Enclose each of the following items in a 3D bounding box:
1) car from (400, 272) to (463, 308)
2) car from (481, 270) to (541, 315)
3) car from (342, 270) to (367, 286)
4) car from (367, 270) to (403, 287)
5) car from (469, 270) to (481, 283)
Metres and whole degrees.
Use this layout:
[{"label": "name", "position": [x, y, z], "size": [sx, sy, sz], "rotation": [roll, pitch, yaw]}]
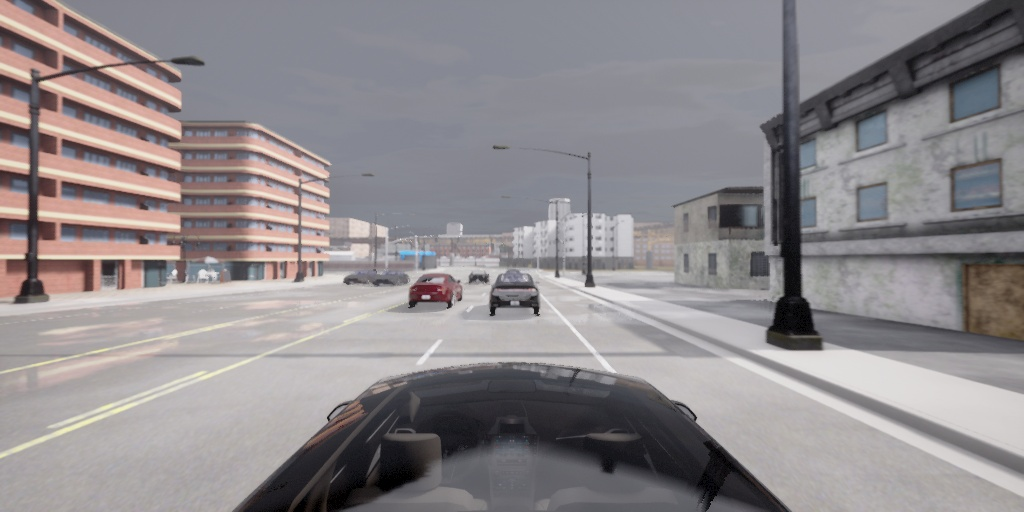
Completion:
[{"label": "car", "position": [-3.399, 1.520, 16.480], "size": [1.812, 1.442, 4.674], "rotation": [0, -2, 0]}, {"label": "car", "position": [0.101, 1.436, 14.557], "size": [2.128, 1.511, 4.902], "rotation": [0, -1, 0]}, {"label": "car", "position": [-14.097, 2.023, 34.206], "size": [2.033, 1.411, 5.357], "rotation": [0, -2, 0]}, {"label": "car", "position": [-10.598, 1.959, 31.842], "size": [2.033, 1.411, 5.357], "rotation": [0, -2, 0]}, {"label": "car", "position": [-3.401, 2.174, 37.848], "size": [1.895, 1.301, 4.718], "rotation": [0, -2, 0]}]
